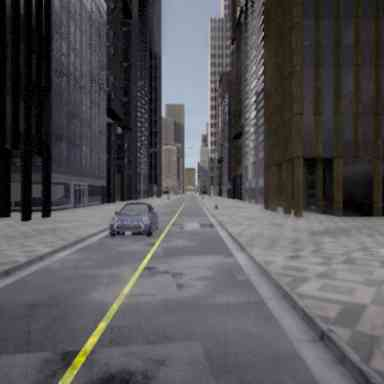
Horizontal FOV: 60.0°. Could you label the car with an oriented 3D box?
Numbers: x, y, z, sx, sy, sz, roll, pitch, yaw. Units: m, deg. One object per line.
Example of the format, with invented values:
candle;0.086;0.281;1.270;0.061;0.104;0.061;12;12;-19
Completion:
car;-3.012;1.374;18.027;2.097;1.767;4.553;0;0;0
